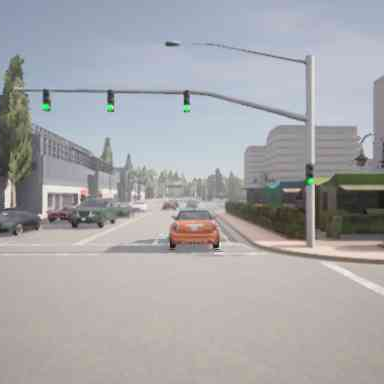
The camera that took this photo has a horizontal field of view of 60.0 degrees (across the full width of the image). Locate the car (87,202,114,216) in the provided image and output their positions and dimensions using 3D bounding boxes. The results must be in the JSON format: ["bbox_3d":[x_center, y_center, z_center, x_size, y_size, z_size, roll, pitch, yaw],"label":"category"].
[{"bbox_3d":[-10.545,1.936,38.500,1.994,1.385,4.181,0,-1,0],"label":"car"}]

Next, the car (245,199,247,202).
[{"bbox_3d":[14.270,1.866,74.057,4.605,1.855,1.932,0,-1,-2],"label":"car"}]

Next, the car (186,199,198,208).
[{"bbox_3d":[0.001,2.081,61.162,2.128,1.511,4.902,0,-1,0],"label":"car"}]

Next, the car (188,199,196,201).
[{"bbox_3d":[0.001,2.038,50.887,2.033,1.411,5.357,0,-1,0],"label":"car"}]

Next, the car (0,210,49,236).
[{"bbox_3d":[-10.597,1.756,19.791,1.994,1.385,4.181,0,-1,0],"label":"car"}]

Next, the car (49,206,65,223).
[{"bbox_3d":[-10.585,1.877,28.552,1.895,1.301,4.718,0,-1,0],"label":"car"}]

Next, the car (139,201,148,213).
[{"bbox_3d":[-6.999,1.954,44.346,1.812,1.442,4.674,0,-1,0],"label":"car"}]

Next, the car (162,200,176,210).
[{"bbox_3d":[-3.499,2.020,51.206,1.812,1.442,4.674,0,-1,0],"label":"car"}]

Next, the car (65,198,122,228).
[{"bbox_3d":[-7.095,1.460,24.619,2.150,2.045,5.566,0,-1,1],"label":"car"}]

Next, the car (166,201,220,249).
[{"bbox_3d":[0.100,1.502,15.465,2.097,1.767,4.553,0,-1,0],"label":"car"}]

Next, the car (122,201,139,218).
[{"bbox_3d":[-7.071,1.893,34.021,1.994,1.385,4.181,0,-1,0],"label":"car"}]

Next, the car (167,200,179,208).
[{"bbox_3d":[-3.499,2.153,61.160,1.994,1.385,4.181,0,-1,0],"label":"car"}]
